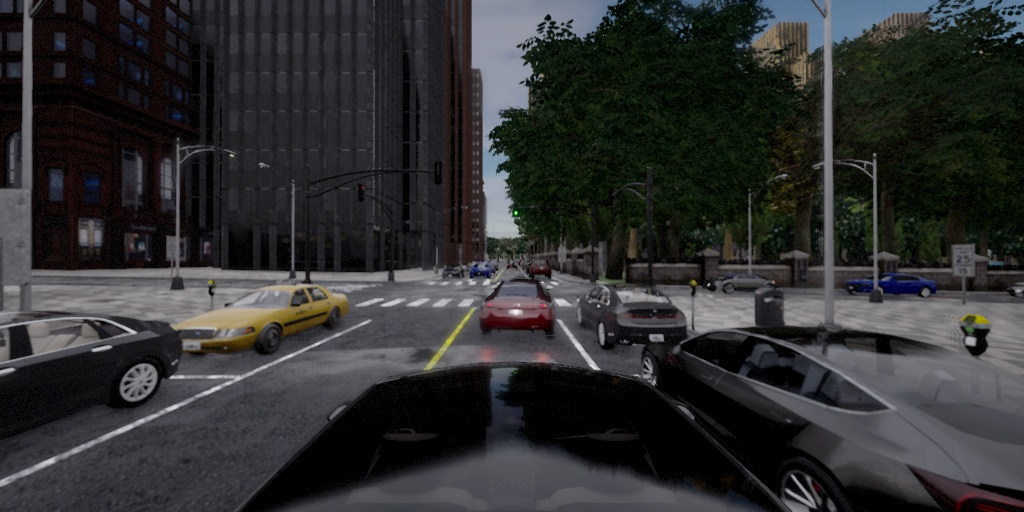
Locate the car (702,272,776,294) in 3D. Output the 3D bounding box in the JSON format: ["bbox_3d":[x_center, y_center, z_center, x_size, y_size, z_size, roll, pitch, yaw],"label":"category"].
[{"bbox_3d":[15.048,1.771,23.865,4.181,1.385,1.994,1,0,-2],"label":"car"}]

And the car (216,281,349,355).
[{"bbox_3d":[-5.762,1.316,8.863,1.751,1.417,4.829,0,0,0],"label":"car"}]

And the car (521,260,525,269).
[{"bbox_3d":[2.766,1.613,52.074,2.007,1.370,4.403,0,0,0],"label":"car"}]

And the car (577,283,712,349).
[{"bbox_3d":[2.763,1.342,9.041,2.007,1.370,4.403,0,0,0],"label":"car"}]

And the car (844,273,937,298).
[{"bbox_3d":[25.086,1.891,23.898,5.008,1.535,1.882,1,0,0],"label":"car"}]

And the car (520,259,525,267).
[{"bbox_3d":[2.766,1.649,57.531,2.007,1.370,4.403,0,0,0],"label":"car"}]

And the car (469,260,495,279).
[{"bbox_3d":[-3.089,1.434,36.316,1.882,1.535,5.008,0,0,0],"label":"car"}]

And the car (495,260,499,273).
[{"bbox_3d":[-3.088,1.587,46.280,1.994,1.385,4.181,0,0,0],"label":"car"}]

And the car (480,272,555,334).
[{"bbox_3d":[0.286,1.366,10.843,1.994,1.385,4.181,0,0,5],"label":"car"}]

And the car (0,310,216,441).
[{"bbox_3d":[-5.762,1.310,3.520,2.007,1.370,4.403,0,0,0],"label":"car"}]

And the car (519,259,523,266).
[{"bbox_3d":[2.766,1.576,62.987,1.967,1.591,4.097,0,0,0],"label":"car"}]

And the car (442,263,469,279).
[{"bbox_3d":[-5.760,1.518,35.697,1.948,1.339,4.313,0,0,0],"label":"car"}]

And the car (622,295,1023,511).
[{"bbox_3d":[2.763,1.326,3.528,1.948,1.339,4.313,0,0,0],"label":"car"}]

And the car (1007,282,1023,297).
[{"bbox_3d":[36.286,2.141,23.949,4.902,1.511,2.128,1,0,0],"label":"car"}]

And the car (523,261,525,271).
[{"bbox_3d":[2.766,1.591,46.618,1.948,1.339,4.313,0,0,0],"label":"car"}]

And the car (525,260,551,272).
[{"bbox_3d":[2.765,1.267,35.705,2.192,1.841,5.009,0,0,0],"label":"car"}]

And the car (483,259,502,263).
[{"bbox_3d":[-3.080,1.582,56.326,2.128,1.511,4.902,0,0,0],"label":"car"}]
